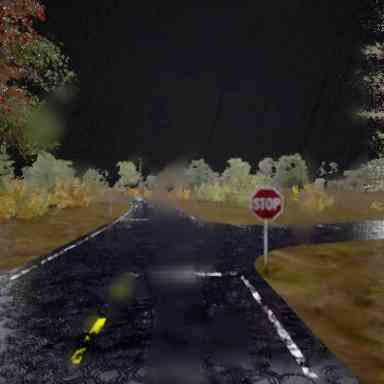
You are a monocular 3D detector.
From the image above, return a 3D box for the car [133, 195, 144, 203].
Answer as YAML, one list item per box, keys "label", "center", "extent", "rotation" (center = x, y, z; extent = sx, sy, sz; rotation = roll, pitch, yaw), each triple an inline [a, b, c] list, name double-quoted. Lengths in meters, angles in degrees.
- label: "car"
  center: [-10.560, 1.389, 65.769]
  extent: [2.128, 1.511, 4.902]
  rotation: [0, 0, -12]
